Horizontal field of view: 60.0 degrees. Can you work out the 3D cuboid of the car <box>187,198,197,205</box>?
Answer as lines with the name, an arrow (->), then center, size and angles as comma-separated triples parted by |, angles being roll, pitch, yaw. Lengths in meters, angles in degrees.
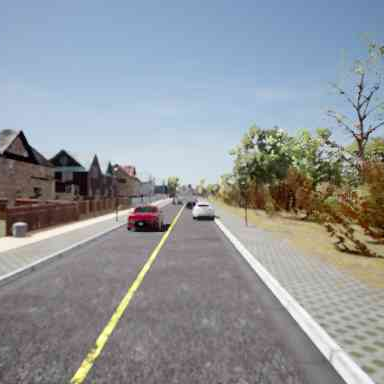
car -> 0.003, 1.762, 63.618 | 1.895, 1.301, 4.718 | 0, 0, 0

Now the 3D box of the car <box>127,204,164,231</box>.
car -> -2.848, 1.537, 21.129 | 1.882, 1.535, 5.008 | 0, 0, 0

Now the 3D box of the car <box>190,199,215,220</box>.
car -> 0.962, 1.605, 29.104 | 1.812, 1.442, 4.674 | 0, 0, 0

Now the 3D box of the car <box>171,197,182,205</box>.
car -> -2.780, 1.649, 62.090 | 2.128, 1.511, 4.902 | 0, 0, 1

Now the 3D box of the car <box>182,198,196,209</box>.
car -> 0.004, 1.676, 48.858 | 2.033, 1.411, 5.357 | 0, 0, 0
